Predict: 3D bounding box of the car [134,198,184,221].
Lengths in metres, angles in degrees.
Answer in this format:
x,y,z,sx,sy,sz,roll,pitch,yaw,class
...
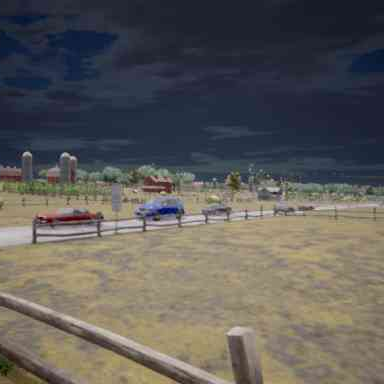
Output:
x,y,z,sx,sy,sz,roll,pitch,yaw,class
-2.926,1.566,31.355,2.150,2.045,5.566,2,0,34,car

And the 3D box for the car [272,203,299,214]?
x,y,z,sx,sy,sz,roll,pitch,yaw,class
13.717,2.410,49.604,2.033,1.411,5.357,2,0,36,car

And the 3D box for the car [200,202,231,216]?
x,y,z,sx,sy,sz,roll,pitch,yaw,class
2.880,2.020,39.484,1.837,1.490,4.892,2,0,36,car

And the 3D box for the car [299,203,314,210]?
x,y,z,sx,sy,sz,roll,pitch,yaw,class
19.857,2.657,58.163,1.895,1.301,4.718,2,0,36,car

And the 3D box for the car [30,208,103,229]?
x,y,z,sx,sy,sz,roll,pitch,yaw,class
-8.698,1.783,23.338,1.895,1.301,4.718,2,0,36,car
